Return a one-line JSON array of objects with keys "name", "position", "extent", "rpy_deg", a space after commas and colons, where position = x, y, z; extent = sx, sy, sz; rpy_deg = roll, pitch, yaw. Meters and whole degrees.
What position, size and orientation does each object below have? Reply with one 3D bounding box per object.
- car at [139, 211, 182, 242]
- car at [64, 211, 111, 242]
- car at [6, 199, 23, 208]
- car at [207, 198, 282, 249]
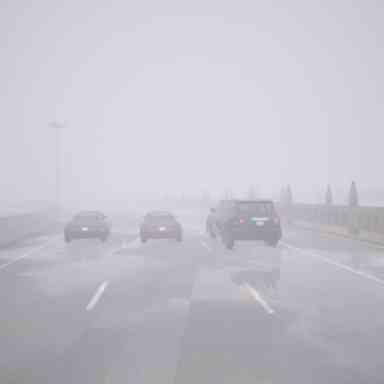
[{"name": "car", "position": [-1.707, 1.663, 17.191], "extent": [1.994, 1.385, 4.181], "rpy_deg": [0, 0, -10]}, {"name": "car", "position": [-5.273, 1.670, 17.214], "extent": [1.994, 1.385, 4.181], "rpy_deg": [0, 0, -10]}, {"name": "car", "position": [-28.930, 1.884, 54.370], "extent": [1.812, 1.442, 4.674], "rpy_deg": [0, 0, -35]}, {"name": "car", "position": [2.186, 1.302, 15.341], "extent": [2.150, 2.045, 5.566], "rpy_deg": [0, 0, -9]}]
